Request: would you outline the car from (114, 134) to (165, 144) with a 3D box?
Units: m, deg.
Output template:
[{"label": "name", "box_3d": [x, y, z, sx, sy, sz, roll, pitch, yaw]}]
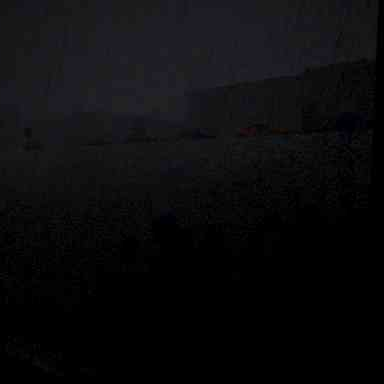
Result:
[{"label": "car", "box_3d": [-4.104, -4.397, 29.390, 4.892, 1.521, 2.231, 2, 1, 34]}]

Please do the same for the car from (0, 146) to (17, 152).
[{"label": "car", "box_3d": [-22.229, -5.013, 41.764, 4.674, 1.452, 2.002, 2, 1, 34]}]

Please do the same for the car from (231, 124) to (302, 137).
[{"label": "car", "box_3d": [5.242, -4.006, 23.421, 5.008, 1.535, 2.097, 2, 1, 32]}]

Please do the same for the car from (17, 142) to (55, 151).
[{"label": "car", "box_3d": [-17.691, -5.019, 38.664, 4.553, 1.767, 2.185, 2, 1, 34]}]

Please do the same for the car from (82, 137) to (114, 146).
[{"label": "car", "box_3d": [-8.664, -4.571, 32.496, 4.892, 1.521, 2.231, 2, 1, 34]}]

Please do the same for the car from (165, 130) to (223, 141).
[{"label": "car", "box_3d": [0.536, -4.164, 26.356, 4.674, 1.452, 2.002, 2, 1, 33]}]

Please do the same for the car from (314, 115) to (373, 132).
[{"label": "car", "box_3d": [9.991, -3.934, 20.598, 4.553, 1.767, 2.185, 2, 1, 31]}]
